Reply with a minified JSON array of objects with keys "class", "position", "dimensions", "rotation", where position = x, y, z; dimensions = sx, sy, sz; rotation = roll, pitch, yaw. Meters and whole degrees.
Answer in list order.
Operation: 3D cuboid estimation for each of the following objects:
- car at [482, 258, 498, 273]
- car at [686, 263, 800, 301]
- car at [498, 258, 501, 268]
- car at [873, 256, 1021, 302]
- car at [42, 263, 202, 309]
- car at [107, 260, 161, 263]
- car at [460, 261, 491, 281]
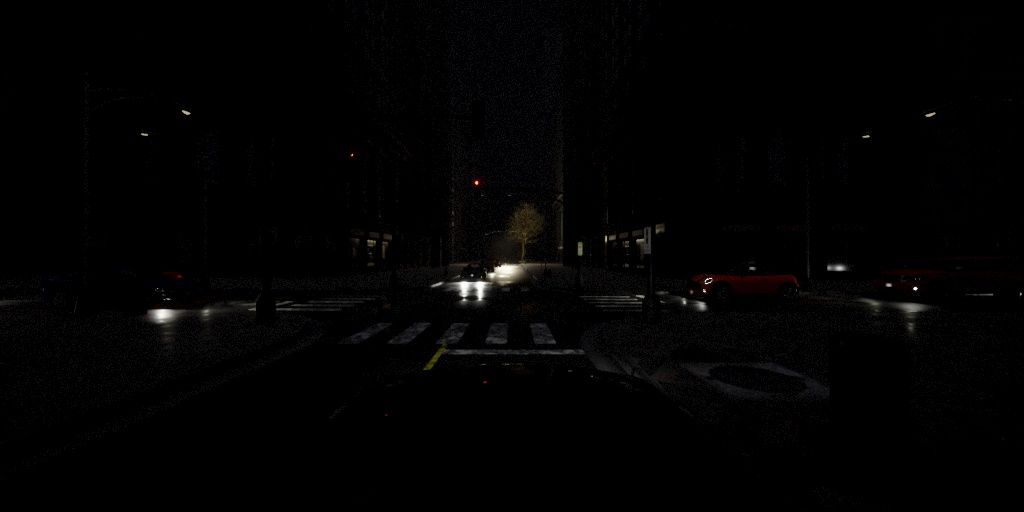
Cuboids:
[{"class":"car","position":[-3.070,1.236,43.401],"dimensions":[1.882,1.535,5.008],"rotation":[0,0,0]},{"class":"car","position":[10.789,1.138,17.048],"dimensions":[4.553,1.767,2.097],"rotation":[0,0,0]},{"class":"car","position":[-2.969,1.133,62.761],"dimensions":[2.097,1.767,4.553],"rotation":[0,0,0]},{"class":"car","position":[20.690,1.038,17.034],"dimensions":[5.566,2.045,2.150],"rotation":[0,0,1]},{"class":"car","position":[-14.903,1.177,13.863],"dimensions":[5.008,1.535,1.882],"rotation":[0,0,2]},{"class":"car","position":[-18.561,1.045,17.018],"dimensions":[4.553,1.767,2.097],"rotation":[0,0,1]},{"class":"car","position":[-3.082,1.314,29.647],"dimensions":[1.994,1.385,4.181],"rotation":[0,0,0]}]
